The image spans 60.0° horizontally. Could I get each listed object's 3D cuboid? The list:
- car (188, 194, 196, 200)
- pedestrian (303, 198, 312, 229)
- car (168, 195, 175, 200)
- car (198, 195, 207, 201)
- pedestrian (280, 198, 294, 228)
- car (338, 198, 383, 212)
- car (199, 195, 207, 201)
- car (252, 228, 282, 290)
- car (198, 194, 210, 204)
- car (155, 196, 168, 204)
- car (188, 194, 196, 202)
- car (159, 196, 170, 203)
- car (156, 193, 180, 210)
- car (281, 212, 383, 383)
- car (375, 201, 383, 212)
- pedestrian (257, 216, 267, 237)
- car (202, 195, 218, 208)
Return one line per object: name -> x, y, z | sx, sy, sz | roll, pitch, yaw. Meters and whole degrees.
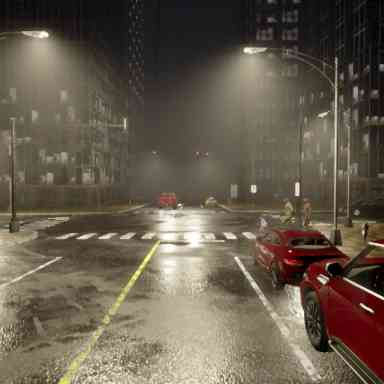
car -> 0.003, 1.228, 84.229 | 1.882, 1.535, 5.008 | 0, 0, 0
pedestrian -> 5.304, 1.132, 15.271 | 0.375, 1.860, 0.375 | -1, 1, 0
car -> -5.665, 1.487, 92.331 | 1.802, 1.307, 4.206 | -1, 0, 0
car -> 2.682, 1.465, 86.595 | 2.008, 1.369, 4.403 | -1, 0, 0
pedestrian -> 4.569, 1.129, 15.946 | 0.375, 1.860, 0.375 | -1, 1, 0
car -> 15.650, 1.353, 29.844 | 4.892, 1.490, 1.837 | -1, 1, -5
car -> 2.681, 1.489, 80.922 | 1.947, 1.339, 4.313 | -1, 0, 0
car -> 2.679, 1.578, 8.793 | 1.802, 1.307, 4.206 | -1, 0, 0
car -> 2.715, 1.264, 63.412 | 2.192, 1.841, 5.009 | -1, 0, 0
car -> -5.837, 1.514, 63.962 | 1.947, 1.339, 4.313 | -1, 0, 0
car -> 0.003, 1.520, 74.255 | 1.895, 1.301, 4.718 | 0, 0, 0
car -> -5.667, 1.506, 69.636 | 1.947, 1.339, 4.313 | -1, 0, 0
car -> -3.094, 1.194, 43.390 | 2.150, 2.045, 5.566 | 0, 0, 0
car -> 2.672, 1.314, 3.168 | 2.192, 1.841, 5.009 | -1, 0, 0
car -> 16.129, 1.536, 24.069 | 4.313, 1.339, 1.947 | 0, 1, -5
pedestrian -> 3.543, 1.665, 16.551 | 0.500, 1.100, 0.500 | -1, 1, 0
car -> 2.808, 1.492, 48.331 | 1.752, 1.417, 4.829 | -1, 0, 0
